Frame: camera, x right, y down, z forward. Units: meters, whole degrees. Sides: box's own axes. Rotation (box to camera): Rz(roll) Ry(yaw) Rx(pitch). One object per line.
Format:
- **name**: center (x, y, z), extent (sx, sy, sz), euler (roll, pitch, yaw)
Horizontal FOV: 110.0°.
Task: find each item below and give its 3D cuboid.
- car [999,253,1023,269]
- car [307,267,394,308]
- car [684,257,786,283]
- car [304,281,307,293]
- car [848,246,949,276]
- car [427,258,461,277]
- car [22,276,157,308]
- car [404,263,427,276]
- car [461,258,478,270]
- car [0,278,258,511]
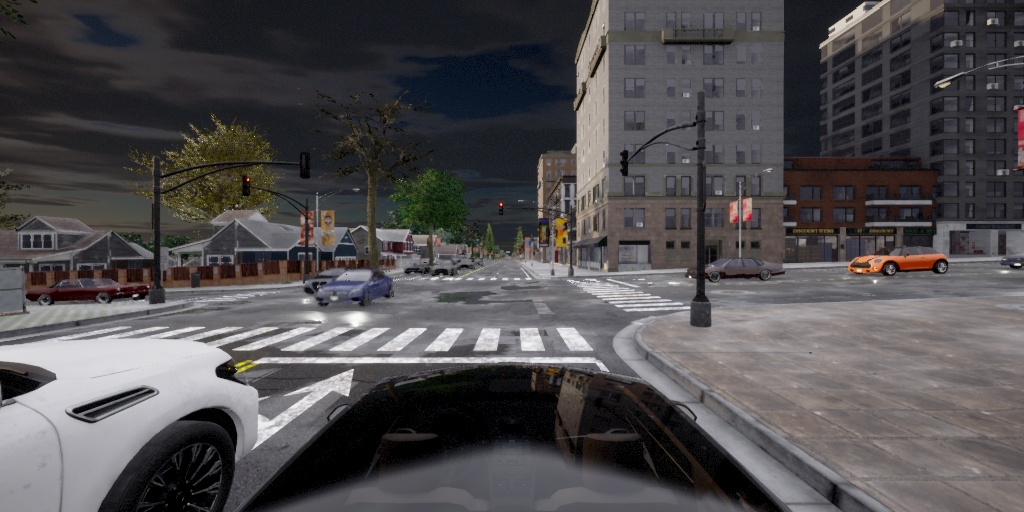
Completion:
- **car**: center (33.568, 0.038, 21.934), extent (5.357, 1.411, 2.033), euler (-2, 0, 0)
- **car**: center (-6.603, 1.306, 15.653), extent (1.812, 1.442, 4.674), euler (0, 0, 0)
- **car**: center (13.509, 0.793, 21.871), extent (5.357, 1.411, 2.033), euler (-2, 0, 0)
- **car**: center (-9.892, 1.361, 20.416), extent (1.994, 1.385, 4.181), euler (-2, 0, 0)
- **car**: center (23.428, 0.218, 21.902), extent (4.553, 1.767, 2.097), euler (-2, 0, 0)
- **car**: center (-6.585, 1.118, 35.368), extent (2.097, 1.767, 4.553), euler (0, 0, -1)
- **car**: center (-21.637, 1.806, 18.517), extent (4.718, 1.301, 1.895), euler (-2, 0, 0)
- **car**: center (-9.878, 1.369, 37.882), extent (1.895, 1.301, 4.718), euler (0, 0, 0)
- **car**: center (-6.635, 1.145, 52.221), extent (2.097, 1.767, 4.553), euler (0, 0, 0)
- **car**: center (-3.146, 0.972, 0.537), extent (2.150, 2.045, 5.566), euler (0, 0, 0)
